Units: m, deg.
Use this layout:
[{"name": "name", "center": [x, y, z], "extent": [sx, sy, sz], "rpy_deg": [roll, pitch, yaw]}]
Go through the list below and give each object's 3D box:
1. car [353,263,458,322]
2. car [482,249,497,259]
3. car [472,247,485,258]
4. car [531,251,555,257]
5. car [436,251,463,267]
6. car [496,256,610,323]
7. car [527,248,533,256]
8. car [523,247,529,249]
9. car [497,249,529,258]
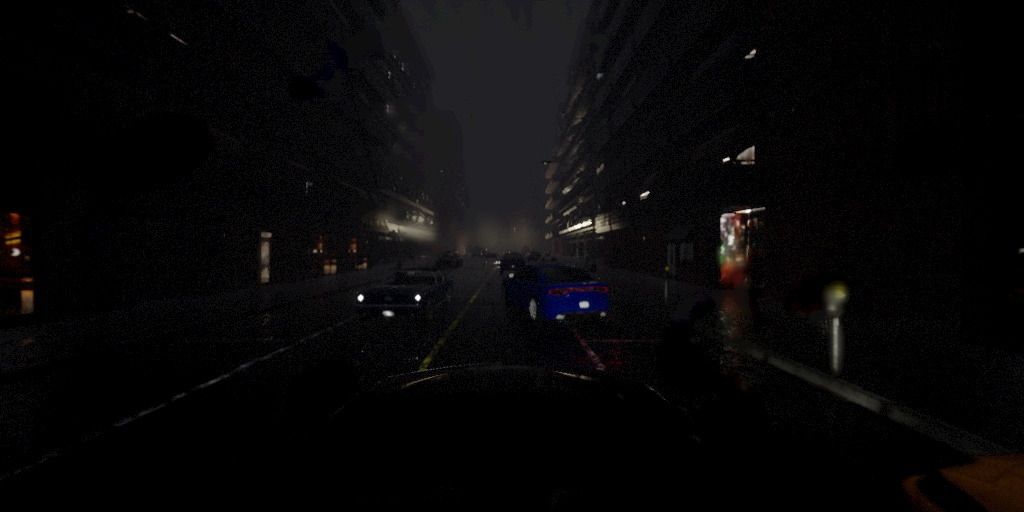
[{"name": "car", "center": [-3.101, 1.074, 11.198], "extent": [1.895, 1.301, 4.718], "rpy_deg": [0, 2, 0]}, {"name": "car", "center": [-3.003, -0.128, 54.364], "extent": [1.895, 1.301, 4.718], "rpy_deg": [0, 2, 0]}, {"name": "car", "center": [-5.822, -0.416, 60.773], "extent": [2.007, 1.370, 4.403], "rpy_deg": [0, 0, 0]}, {"name": "car", "center": [2.699, 0.529, 27.516], "extent": [1.751, 1.417, 4.829], "rpy_deg": [0, 0, 0]}, {"name": "car", "center": [-5.710, 0.280, 32.944], "extent": [1.967, 1.591, 4.097], "rpy_deg": [0, 0, 0]}, {"name": "car", "center": [1.070, 0.955, 11.043], "extent": [1.882, 1.535, 5.008], "rpy_deg": [-1, 2, -16]}, {"name": "car", "center": [2.761, 0.066, 44.684], "extent": [1.948, 1.339, 4.313], "rpy_deg": [0, 0, 0]}, {"name": "car", "center": [2.825, -0.279, 55.344], "extent": [1.751, 1.417, 4.829], "rpy_deg": [0, 0, 0]}, {"name": "car", "center": [0.080, 0.481, 27.337], "extent": [1.882, 1.535, 5.008], "rpy_deg": [0, 2, 0]}]
